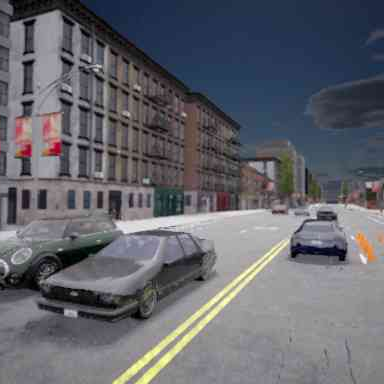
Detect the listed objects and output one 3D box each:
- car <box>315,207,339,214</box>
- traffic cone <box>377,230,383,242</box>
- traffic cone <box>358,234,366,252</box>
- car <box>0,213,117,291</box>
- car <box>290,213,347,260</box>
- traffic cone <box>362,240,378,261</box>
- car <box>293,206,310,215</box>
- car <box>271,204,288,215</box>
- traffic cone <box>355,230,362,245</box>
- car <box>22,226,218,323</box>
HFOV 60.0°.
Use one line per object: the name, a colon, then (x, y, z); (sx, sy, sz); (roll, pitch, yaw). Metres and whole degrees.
car: (13.046, 2.182, 32.128); (1.837, 1.490, 4.892); (0, -2, 23)
traffic cone: (9.714, 2.271, 17.168); (0.340, 0.580, 0.340); (0, -1, 23)
traffic cone: (7.233, 2.195, 13.876); (0.340, 0.580, 0.340); (0, -1, 23)
car: (-3.819, 1.465, 9.506); (2.097, 1.767, 4.553); (0, -1, 23)
car: (5.187, 1.787, 13.584); (1.994, 1.385, 4.181); (0, -1, 23)
traffic cone: (6.453, 2.158, 12.035); (0.340, 0.580, 0.340); (0, -1, 23)
car: (15.198, 2.652, 46.028); (1.895, 1.301, 4.718); (0, -2, 23)
car: (13.036, 2.592, 49.241); (1.882, 1.535, 5.008); (0, -2, 23)
traffic cone: (8.014, 2.234, 15.717); (0.340, 0.580, 0.340); (0, -1, 23)
car: (-0.959, 1.649, 7.931); (2.033, 1.411, 5.357); (0, -1, 23)
